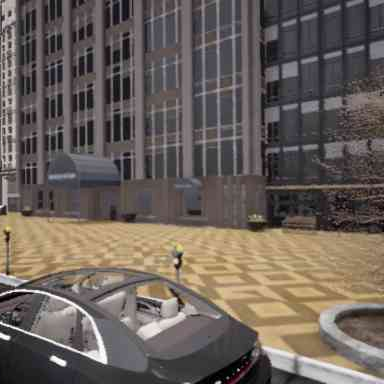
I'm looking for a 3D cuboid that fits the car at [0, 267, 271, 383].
[{"bbox_3d":[-1.323,1.576,3.822,4.403,1.369,2.008,-1,0,35],"label":"car"}]
